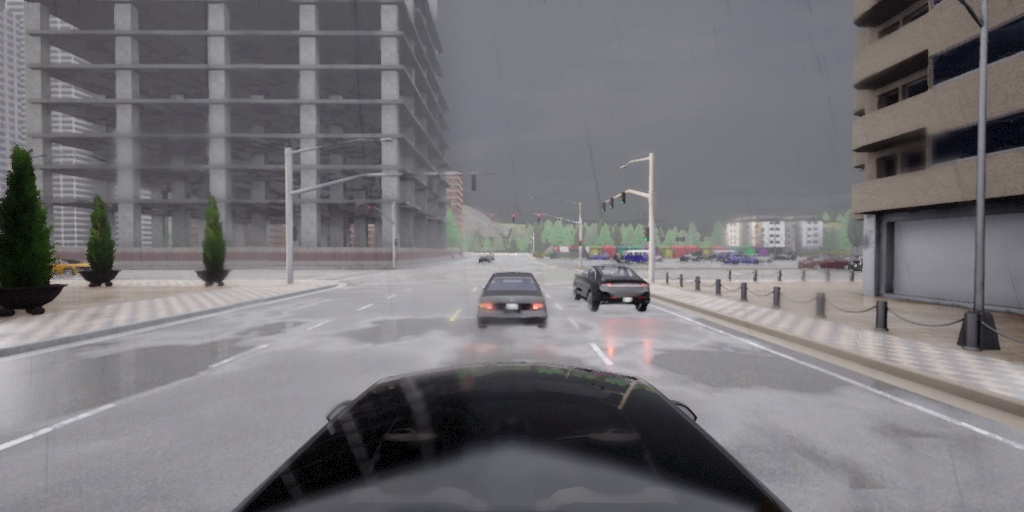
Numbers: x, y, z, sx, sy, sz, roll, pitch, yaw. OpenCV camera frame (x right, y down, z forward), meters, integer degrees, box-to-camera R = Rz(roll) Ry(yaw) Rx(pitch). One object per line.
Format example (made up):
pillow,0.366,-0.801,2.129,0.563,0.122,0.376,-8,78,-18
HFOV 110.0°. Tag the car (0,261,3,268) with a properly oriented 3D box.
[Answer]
car,-50.854,0.842,33.452,5.008,1.535,1.882,0,1,0

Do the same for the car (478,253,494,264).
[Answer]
car,-4.506,0.553,59.149,1.895,1.301,4.718,0,1,0

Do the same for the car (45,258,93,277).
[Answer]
car,-37.500,0.891,29.921,5.008,1.535,1.882,0,1,0

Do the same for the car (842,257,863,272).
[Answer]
car,35.550,0.575,34.243,5.566,2.045,2.150,0,1,0

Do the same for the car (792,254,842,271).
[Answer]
car,32.983,0.782,37.725,5.008,1.535,1.882,0,1,0

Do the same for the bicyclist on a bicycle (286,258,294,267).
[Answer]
bicyclist on a bicycle,-25.993,0.547,41.995,0.582,1.620,1.656,0,1,0

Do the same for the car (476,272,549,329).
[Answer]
car,0.015,1.172,10.735,2.033,1.411,5.357,0,1,0

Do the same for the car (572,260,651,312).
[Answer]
car,3.489,1.080,13.318,2.128,1.511,4.902,0,1,-1
